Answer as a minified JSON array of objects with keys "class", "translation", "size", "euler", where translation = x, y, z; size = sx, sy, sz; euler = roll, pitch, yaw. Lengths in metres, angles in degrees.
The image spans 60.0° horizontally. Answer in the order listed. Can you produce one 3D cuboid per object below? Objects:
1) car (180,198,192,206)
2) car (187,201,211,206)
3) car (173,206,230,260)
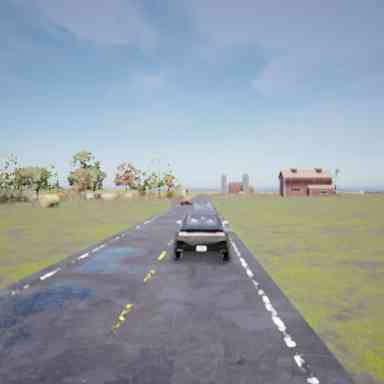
[{"class":"car","translation":[-1.054,1.673,56.973],"size":[1.895,1.301,4.718],"euler":[0,0,2]},{"class":"car","translation":[0.839,1.642,26.925],"size":[1.895,1.301,4.718],"euler":[0,0,2]},{"class":"car","translation":[0.386,1.513,12.535],"size":[2.128,1.511,4.902],"euler":[0,0,2]}]
